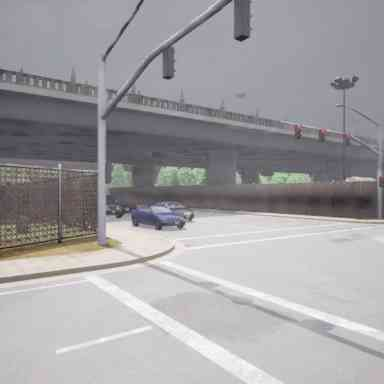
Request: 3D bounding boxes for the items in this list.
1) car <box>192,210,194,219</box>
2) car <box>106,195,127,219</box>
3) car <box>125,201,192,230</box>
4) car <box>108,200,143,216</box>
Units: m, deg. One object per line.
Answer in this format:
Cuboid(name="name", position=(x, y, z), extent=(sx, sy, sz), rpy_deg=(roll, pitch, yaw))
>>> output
Cuboid(name="car", position=(-1.729, 1.547, 26.817), extent=(2.128, 1.511, 4.902), rpy_deg=(0, 0, -36))
Cuboid(name="car", position=(-8.092, 1.275, 29.702), extent=(2.150, 2.045, 5.566), rpy_deg=(0, 0, -36))
Cuboid(name="car", position=(-2.330, 1.581, 21.677), extent=(1.812, 1.442, 4.674), rpy_deg=(0, 0, -38))
Cuboid(name="car", position=(-6.903, 1.619, 34.068), extent=(1.994, 1.385, 4.181), rpy_deg=(0, 0, -36))
